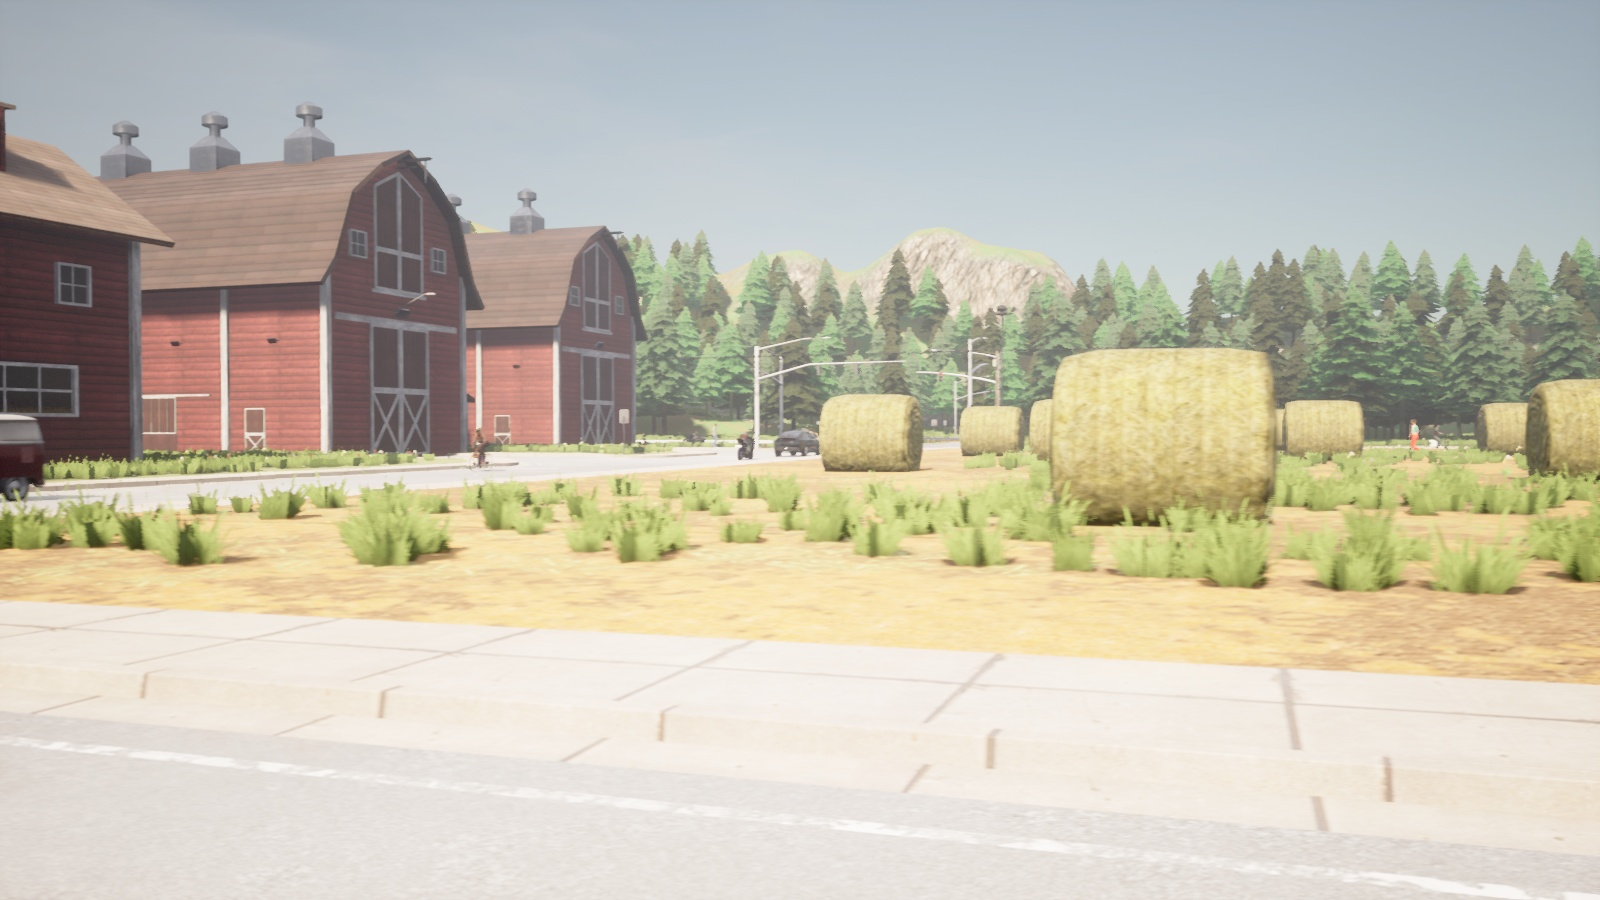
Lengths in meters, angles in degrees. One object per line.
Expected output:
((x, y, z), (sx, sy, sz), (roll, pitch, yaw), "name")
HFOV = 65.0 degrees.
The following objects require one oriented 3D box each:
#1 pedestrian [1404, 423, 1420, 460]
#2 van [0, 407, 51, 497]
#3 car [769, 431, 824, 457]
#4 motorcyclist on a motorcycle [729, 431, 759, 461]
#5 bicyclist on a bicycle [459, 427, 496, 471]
((29.845, -0.417, 61.258), (0.345, 1.836, 0.594), (-1, 1, -40), "pedestrian")
((-18.702, 0.050, 26.935), (1.775, 1.987, 4.442), (1, 1, 18), "van")
((-0.146, -0.372, 73.460), (1.837, 1.490, 4.892), (1, 1, 17), "car")
((-2.882, -0.217, 64.908), (0.866, 1.530, 2.191), (1, 1, 18), "motorcyclist on a motorcycle")
((-12.163, -0.052, 47.383), (0.582, 1.620, 1.656), (1, 1, 18), "bicyclist on a bicycle")
